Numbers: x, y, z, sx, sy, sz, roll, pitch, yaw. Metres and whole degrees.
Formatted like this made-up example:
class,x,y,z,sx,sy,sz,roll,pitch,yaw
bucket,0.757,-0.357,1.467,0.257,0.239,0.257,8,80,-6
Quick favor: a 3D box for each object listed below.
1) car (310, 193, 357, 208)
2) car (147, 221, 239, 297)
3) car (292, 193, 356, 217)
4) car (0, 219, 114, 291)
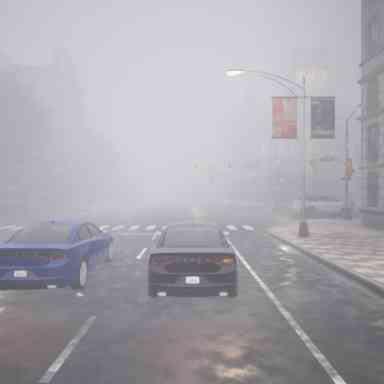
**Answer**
class,x,y,z,sx,sy,sz,roll,pitch,yaw
car,19.604,1.221,46.314,5.566,2.045,2.150,0,0,0
car,0.011,1.478,8.631,1.882,1.535,5.008,0,0,0
car,12.277,1.220,31.101,5.566,2.045,2.150,0,0,0
car,-3.485,1.478,9.099,1.882,1.535,5.008,0,0,-2
